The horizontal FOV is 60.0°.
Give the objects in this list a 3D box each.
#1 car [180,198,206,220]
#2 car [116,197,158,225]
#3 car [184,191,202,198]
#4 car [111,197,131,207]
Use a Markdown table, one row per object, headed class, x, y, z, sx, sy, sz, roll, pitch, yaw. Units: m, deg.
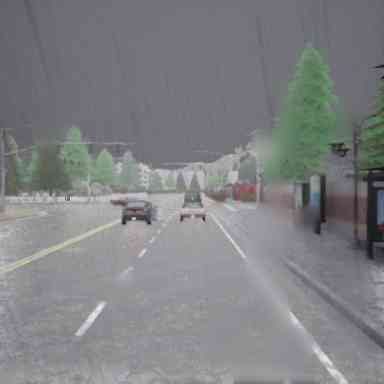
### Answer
| class | x | y | z | sx | sy | sz | roll | pitch | yaw |
| --- | --- | --- | --- | --- | --- | --- | --- | --- | --- |
| car | 0.067 | 1.404 | 25.465 | 1.895 | 1.301 | 4.718 | 0 | 0 | 0 |
| car | -3.459 | 1.332 | 22.349 | 1.837 | 1.490 | 4.892 | 0 | 0 | 0 |
| car | 0.094 | 0.873 | 43.398 | 2.150 | 2.045 | 5.566 | 0 | 0 | 0 |
| car | -8.270 | 1.256 | 41.952 | 1.895 | 1.301 | 4.718 | 0 | 0 | -45 |
